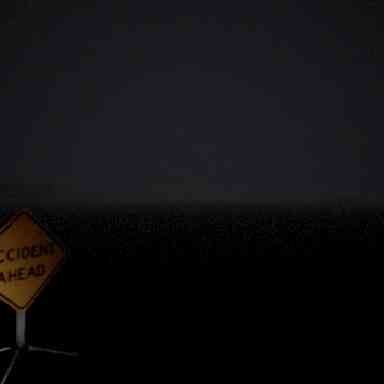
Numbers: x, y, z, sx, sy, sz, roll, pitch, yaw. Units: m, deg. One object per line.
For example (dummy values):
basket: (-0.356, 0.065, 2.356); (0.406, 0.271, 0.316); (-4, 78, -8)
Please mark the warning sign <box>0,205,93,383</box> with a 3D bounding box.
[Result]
warning sign: (-2.104, 1.116, 4.109); (1.060, 1.860, 1.300); (1, 0, 36)
